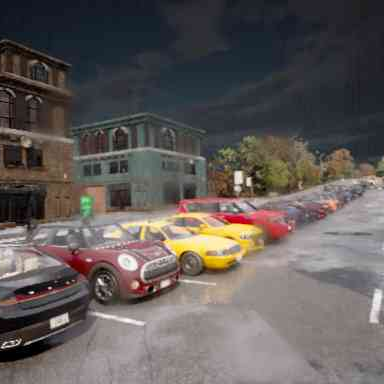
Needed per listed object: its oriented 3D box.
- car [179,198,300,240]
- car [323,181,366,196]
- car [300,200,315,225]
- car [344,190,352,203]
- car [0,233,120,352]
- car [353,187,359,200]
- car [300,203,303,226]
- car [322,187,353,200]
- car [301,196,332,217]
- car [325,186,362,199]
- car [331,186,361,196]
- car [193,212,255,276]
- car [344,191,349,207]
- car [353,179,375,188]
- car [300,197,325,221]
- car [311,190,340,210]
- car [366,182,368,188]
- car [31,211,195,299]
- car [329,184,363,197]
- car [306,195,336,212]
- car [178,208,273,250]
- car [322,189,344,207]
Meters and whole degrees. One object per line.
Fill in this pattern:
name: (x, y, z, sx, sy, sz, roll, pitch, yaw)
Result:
car: (1.779, 1.296, 15.629, 5.566, 2.045, 2.435, -3, -1, 31)
car: (21.983, -0.004, 48.965, 5.566, 2.045, 2.435, -3, 2, 31)
car: (4.631, 1.491, 20.416, 4.792, 1.488, 2.163, -3, -1, 31)
car: (14.742, 0.939, 37.091, 4.792, 1.488, 2.163, -3, 1, 31)
car: (-4.006, 1.714, 6.123, 4.892, 1.521, 2.231, -3, -1, 31)
car: (19.074, 0.575, 44.244, 4.792, 1.488, 2.163, -3, 1, 31)
car: (3.209, 1.547, 18.021, 4.674, 1.452, 2.002, -3, -1, 31)
car: (16.175, 0.672, 39.472, 4.553, 1.767, 2.185, -3, 1, 31)
car: (7.542, 1.344, 25.170, 5.008, 1.535, 2.097, -3, 0, 31)
car: (23.413, 0.085, 51.376, 5.008, 1.535, 2.097, -3, 2, 31)
car: (20.528, 0.402, 46.606, 4.892, 1.521, 2.231, -3, 1, 31)
car: (-0.965, 1.620, 10.787, 5.366, 1.575, 1.946, -3, -1, 31)
car: (13.349, 1.041, 34.678, 4.792, 1.488, 2.163, -3, 1, 31)
car: (42.885, -1.763, 84.153, 4.792, 1.488, 2.163, -3, 3, 31)
car: (6.096, 1.407, 22.786, 5.008, 1.535, 2.097, -3, 0, 31)
car: (10.458, 1.069, 29.917, 4.553, 1.767, 2.185, -3, 0, 31)
car: (27.705, -0.415, 58.521, 4.792, 1.488, 2.163, -3, 2, 31)
car: (-2.535, 1.546, 8.629, 4.553, 1.767, 2.185, -3, -1, 31)
car: (24.871, -0.214, 53.727, 4.553, 1.767, 2.185, -3, 2, 31)
car: (8.997, 1.314, 27.550, 4.674, 1.452, 2.002, -3, 0, 31)
car: (0.317, 1.589, 13.265, 5.008, 1.535, 2.097, -3, -1, 31)
car: (11.899, 0.983, 32.293, 4.553, 1.767, 2.185, -3, 0, 31)
